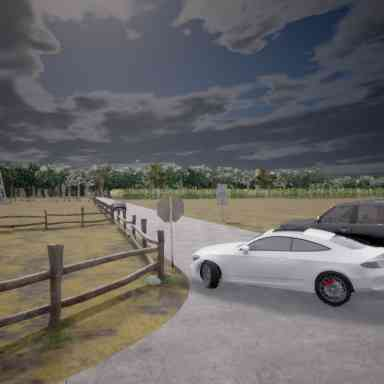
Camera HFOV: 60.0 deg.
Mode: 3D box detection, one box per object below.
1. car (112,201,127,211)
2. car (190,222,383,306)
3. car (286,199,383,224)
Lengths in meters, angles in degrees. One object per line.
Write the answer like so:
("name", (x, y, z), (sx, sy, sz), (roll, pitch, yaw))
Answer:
("car", (-10.884, 1.988, 49.471), (2.033, 1.411, 5.357), (-2, 0, -18))
("car", (2.181, 1.615, 8.124), (4.674, 1.442, 1.812), (-2, 0, 30))
("car", (5.110, 1.231, 9.836), (2.150, 2.045, 5.566), (-2, 0, -40))
